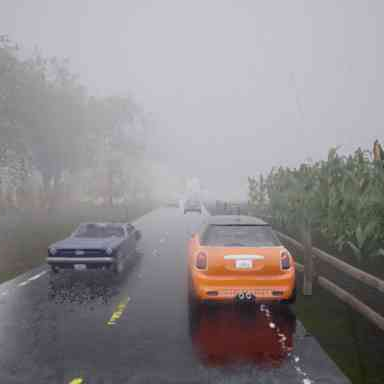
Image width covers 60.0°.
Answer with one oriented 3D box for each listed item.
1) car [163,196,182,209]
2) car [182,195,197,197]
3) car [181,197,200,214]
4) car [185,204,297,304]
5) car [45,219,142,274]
[{"bbox_3d":[-2.736,1.558,45.130,1.994,1.385,4.181,0,0,0],"label":"car"},{"bbox_3d":[0.072,1.346,46.206,2.097,1.767,4.553,0,0,0],"label":"car"},{"bbox_3d":[0.084,1.542,35.644,2.033,1.411,5.357,0,0,0],"label":"car"},{"bbox_3d":[0.963,1.349,8.277,2.097,1.767,4.553,0,0,0],"label":"car"},{"bbox_3d":[-2.848,1.598,10.673,1.895,1.301,4.718,0,0,0],"label":"car"}]
